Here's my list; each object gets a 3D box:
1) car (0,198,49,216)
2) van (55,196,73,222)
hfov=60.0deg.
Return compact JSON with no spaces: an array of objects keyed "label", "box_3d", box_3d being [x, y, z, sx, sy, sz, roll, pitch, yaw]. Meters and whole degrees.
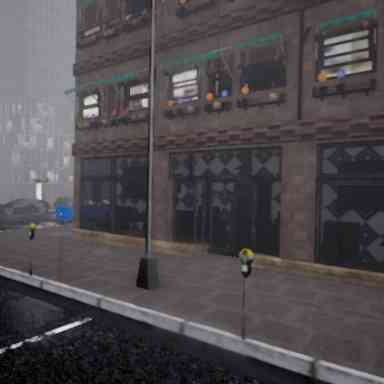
[{"label":"car","box_3d":[-14.195,1.189,27.905,1.947,1.339,4.313,2,1,36]},{"label":"van","box_3d":[-7.388,1.173,23.009,1.690,1.788,3.998,2,1,36]}]
